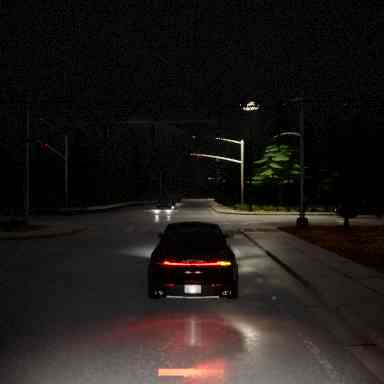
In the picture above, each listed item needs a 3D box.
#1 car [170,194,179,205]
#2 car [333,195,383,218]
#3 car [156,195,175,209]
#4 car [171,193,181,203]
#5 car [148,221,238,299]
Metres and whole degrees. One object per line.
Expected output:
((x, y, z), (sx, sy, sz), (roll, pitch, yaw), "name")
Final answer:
((-3.685, 1.547, 54.825), (2.033, 1.411, 5.357), (0, 0, 0), "car")
((15.543, 1.248, 29.587), (5.566, 2.045, 2.150), (0, 0, 1), "car")
((-3.681, 1.505, 44.378), (1.837, 1.490, 4.892), (0, 0, 0), "car")
((-3.509, 1.222, 67.803), (2.150, 2.045, 5.566), (0, 0, 1), "car")
((0.032, 1.501, 8.438), (1.837, 1.490, 4.892), (0, 0, 0), "car")
